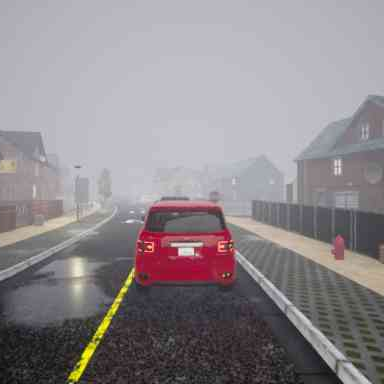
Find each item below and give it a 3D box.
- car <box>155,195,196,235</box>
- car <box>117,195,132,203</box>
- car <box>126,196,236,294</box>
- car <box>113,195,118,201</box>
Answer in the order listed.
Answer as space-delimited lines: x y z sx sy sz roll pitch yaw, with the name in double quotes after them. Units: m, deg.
-1.033 1.229 20.276 2.150 2.045 5.566 0 0 -3 "car"
-14.459 1.600 73.391 2.033 1.411 5.357 1 0 -22 "car"
-0.229 1.225 8.980 2.150 2.045 5.566 0 0 -3 "car"
-18.499 1.472 83.064 1.882 1.535 5.008 1 0 -23 "car"
